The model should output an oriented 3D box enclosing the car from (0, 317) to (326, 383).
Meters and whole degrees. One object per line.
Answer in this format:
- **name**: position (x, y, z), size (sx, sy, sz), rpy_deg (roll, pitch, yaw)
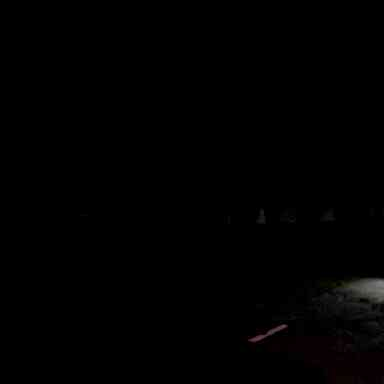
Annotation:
- **car**: position (-1.157, 1.746, 2.053), size (4.718, 1.301, 1.895), rpy_deg (0, -3, -41)
